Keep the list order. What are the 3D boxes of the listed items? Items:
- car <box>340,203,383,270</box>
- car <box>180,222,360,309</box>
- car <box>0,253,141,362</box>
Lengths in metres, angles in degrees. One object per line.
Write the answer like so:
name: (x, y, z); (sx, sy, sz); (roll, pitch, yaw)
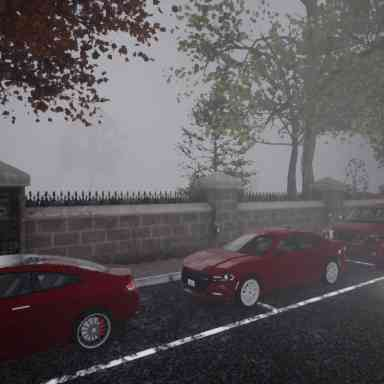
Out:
car: (6.386, 1.316, 11.157); (5.009, 1.841, 2.192); (0, 0, -36)
car: (1.811, 1.545, 7.872); (4.507, 1.381, 1.887); (0, 0, -36)
car: (-2.763, 1.582, 4.588); (4.206, 1.307, 1.802); (0, 0, -36)
